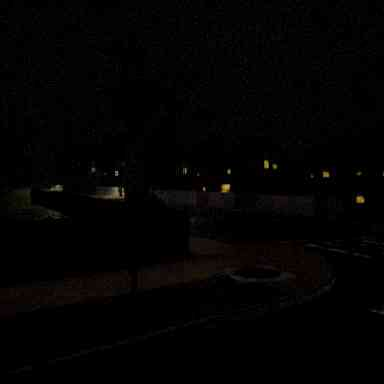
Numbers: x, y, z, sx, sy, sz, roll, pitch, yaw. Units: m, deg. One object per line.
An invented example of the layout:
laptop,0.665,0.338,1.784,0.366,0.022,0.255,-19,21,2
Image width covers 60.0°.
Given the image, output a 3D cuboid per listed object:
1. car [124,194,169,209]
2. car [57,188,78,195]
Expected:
car,-3.649,0.860,26.120,1.882,1.535,5.008,0,2,-35
car,-17.277,0.215,45.776,2.033,1.411,5.357,0,2,-35
